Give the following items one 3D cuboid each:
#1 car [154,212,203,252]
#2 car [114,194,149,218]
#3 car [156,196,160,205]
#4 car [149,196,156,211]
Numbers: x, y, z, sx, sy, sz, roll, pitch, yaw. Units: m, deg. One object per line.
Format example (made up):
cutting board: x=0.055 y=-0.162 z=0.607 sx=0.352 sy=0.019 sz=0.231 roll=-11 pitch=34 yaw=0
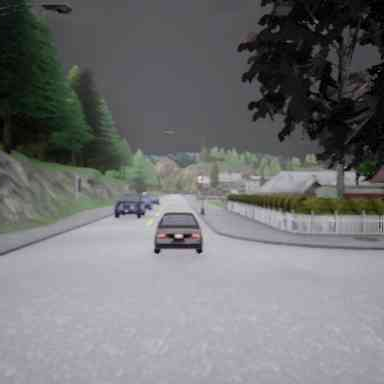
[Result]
car: x=-0.555 y=1.543 z=13.760 sx=2.033 sy=1.411 sz=5.357 roll=0 pitch=0 yaw=-2
car: x=-5.406 y=1.177 z=29.698 sx=2.150 sy=2.045 sz=5.566 roll=0 pitch=0 yaw=-2
car: x=-6.459 y=1.424 z=56.172 sx=1.882 sy=1.535 sz=5.008 roll=0 pitch=0 yaw=-2
car: x=-5.854 y=1.429 z=40.589 sx=1.882 sy=1.535 sz=5.008 roll=0 pitch=0 yaw=-2
